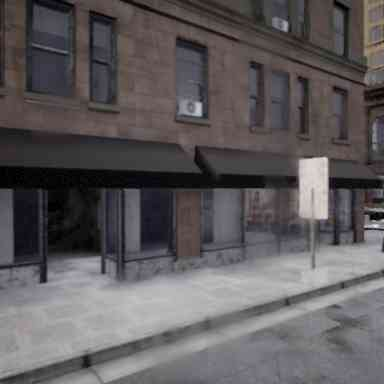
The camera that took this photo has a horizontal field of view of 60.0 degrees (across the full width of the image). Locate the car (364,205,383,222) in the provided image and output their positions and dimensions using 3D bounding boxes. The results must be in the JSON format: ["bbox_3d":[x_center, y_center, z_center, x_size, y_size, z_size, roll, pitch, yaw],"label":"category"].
[{"bbox_3d":[13.149,1.555,27.234,1.882,1.535,5.008,0,0,-36],"label":"car"}]
